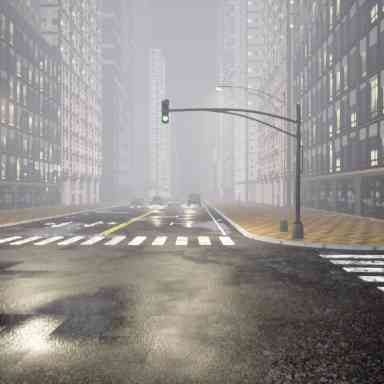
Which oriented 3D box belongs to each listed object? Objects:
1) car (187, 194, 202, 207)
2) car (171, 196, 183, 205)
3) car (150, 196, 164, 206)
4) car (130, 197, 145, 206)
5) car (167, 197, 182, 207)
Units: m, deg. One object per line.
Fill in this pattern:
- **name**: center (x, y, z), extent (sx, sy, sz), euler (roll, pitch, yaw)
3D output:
- **car**: center (0.379, 1.300, 53.496), extent (2.150, 2.045, 5.566), euler (0, 0, 0)
- **car**: center (-2.800, 1.605, 63.489), extent (2.128, 1.511, 4.902), euler (0, 0, 0)
- **car**: center (-6.092, 1.445, 57.709), extent (2.097, 1.767, 4.553), euler (0, 0, 0)
- **car**: center (-9.342, 1.640, 57.702), extent (2.033, 1.411, 5.357), euler (0, 0, 0)
- **car**: center (-2.871, 1.680, 53.518), extent (1.895, 1.301, 4.718), euler (0, 0, 0)
